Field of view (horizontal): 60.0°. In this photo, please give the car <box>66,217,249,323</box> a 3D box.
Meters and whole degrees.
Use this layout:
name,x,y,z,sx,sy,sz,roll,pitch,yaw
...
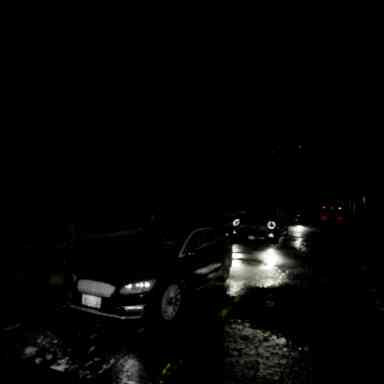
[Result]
name,x,y,z,sx,sy,sz,roll,pitch,yaw
car,-0.523,1.456,7.375,2.128,1.511,4.902,2,0,25

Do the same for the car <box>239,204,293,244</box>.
name,x,y,z,sx,sy,sz,roll,pitch,yaw
car,3.496,1.436,16.548,2.097,1.767,4.553,2,0,23

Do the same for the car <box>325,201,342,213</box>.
name,x,y,z,sx,sy,sz,roll,pitch,yaw
car,20.573,2.108,48.531,2.128,1.511,4.902,2,0,23

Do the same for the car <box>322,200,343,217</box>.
name,x,y,z,sx,sy,sz,roll,pitch,yaw
car,16.306,1.837,38.685,2.097,1.767,4.553,2,0,23

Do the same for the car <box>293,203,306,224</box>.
name,x,y,z,sx,sy,sz,roll,pitch,yaw
car,8.333,1.707,27.679,1.882,1.535,5.008,2,0,24

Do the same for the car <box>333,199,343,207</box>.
name,x,y,z,sx,sy,sz,roll,pitch,yaw
car,31.984,2.450,72.693,1.882,1.535,5.008,2,0,23
